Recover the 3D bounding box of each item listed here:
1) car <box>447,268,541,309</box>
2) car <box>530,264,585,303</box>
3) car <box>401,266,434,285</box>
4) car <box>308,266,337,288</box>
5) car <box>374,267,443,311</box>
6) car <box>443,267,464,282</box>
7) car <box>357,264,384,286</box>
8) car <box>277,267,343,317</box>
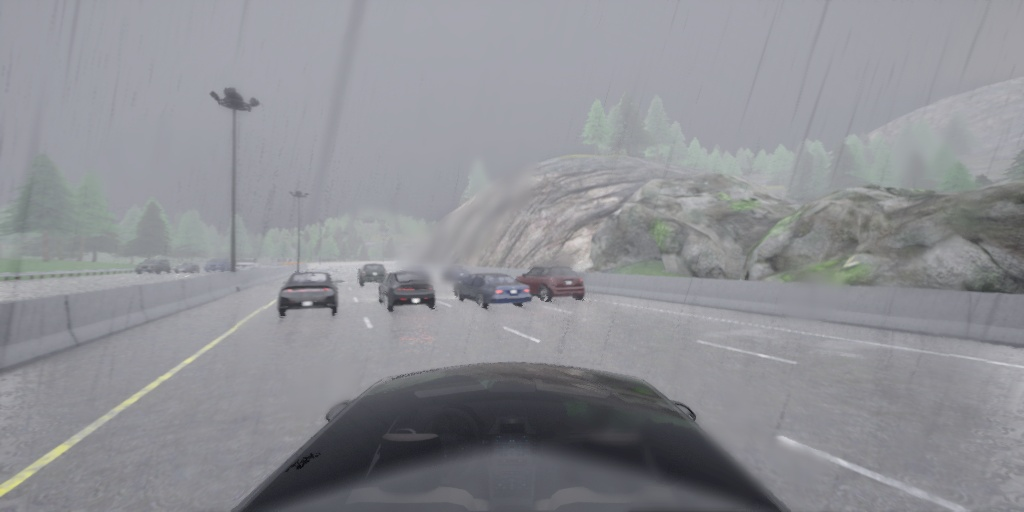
[{"bbox_3d":[-1.040,1.453,16.118,2.033,1.411,5.357,0,-1,-26],"label":"car"},{"bbox_3d":[1.703,1.285,18.493,2.097,1.767,4.553,0,-1,-26],"label":"car"},{"bbox_3d":[-8.071,1.618,30.375,1.994,1.385,4.181,0,-1,-26],"label":"car"},{"bbox_3d":[-14.565,1.544,27.721,1.812,1.442,4.674,0,0,-26],"label":"car"},{"bbox_3d":[-4.616,1.402,15.478,1.837,1.490,4.892,0,0,-26],"label":"car"},{"bbox_3d":[-4.949,1.638,31.952,1.994,1.385,4.181,0,-1,-26],"label":"car"},{"bbox_3d":[-11.218,1.385,28.841,2.097,1.767,4.553,0,-1,-26],"label":"car"},{"bbox_3d":[-7.746,1.368,13.912,2.128,1.511,4.902,0,-1,-26],"label":"car"}]
